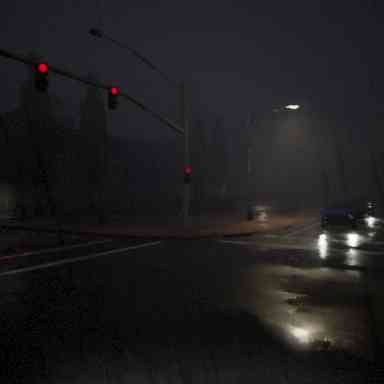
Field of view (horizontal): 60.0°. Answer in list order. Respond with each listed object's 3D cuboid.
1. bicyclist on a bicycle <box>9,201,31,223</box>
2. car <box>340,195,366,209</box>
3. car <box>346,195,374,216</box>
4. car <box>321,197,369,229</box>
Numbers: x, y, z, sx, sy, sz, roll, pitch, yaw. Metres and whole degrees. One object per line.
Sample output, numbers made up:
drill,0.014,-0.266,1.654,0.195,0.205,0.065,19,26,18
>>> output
bicyclist on a bicycle,-12.728,1.497,24.672,0.582,1.620,1.656,-1,0,34
car,18.663,1.171,38.690,1.812,1.442,4.674,-1,0,14
car,14.590,1.076,28.948,2.097,1.767,4.553,-1,0,29
car,9.350,1.299,20.491,1.882,1.535,5.008,-1,0,34
